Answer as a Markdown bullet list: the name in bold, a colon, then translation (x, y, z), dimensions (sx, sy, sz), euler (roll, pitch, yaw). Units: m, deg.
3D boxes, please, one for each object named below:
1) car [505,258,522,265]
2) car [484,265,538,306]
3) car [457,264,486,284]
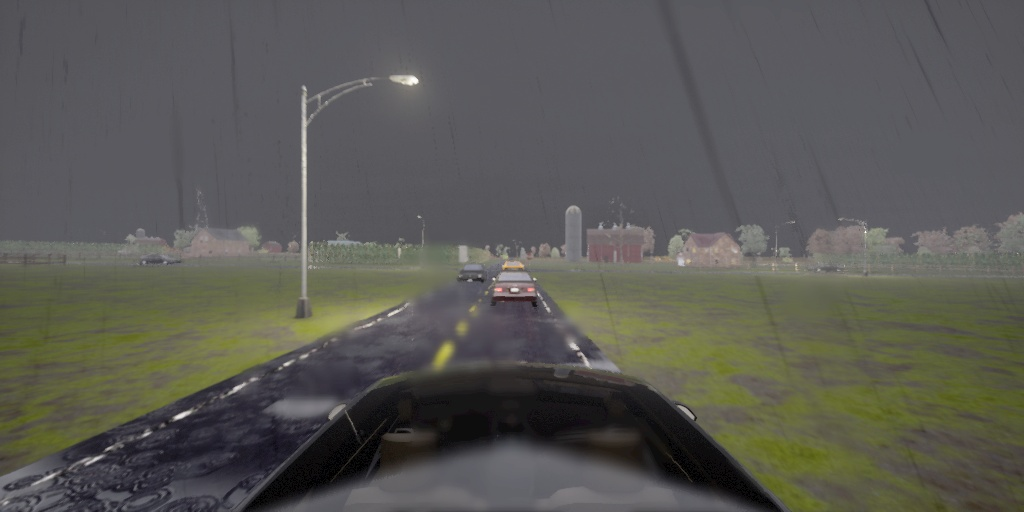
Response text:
- **car**: translation (0.106, 1.199, 31.855), dimensions (1.882, 1.535, 5.008), euler (0, 0, 0)
- **car**: translation (0.101, 1.281, 15.612), dimensions (2.033, 1.411, 5.357), euler (0, 0, 0)
- **car**: translation (-2.834, 1.272, 27.010), dimensions (2.033, 1.411, 5.357), euler (0, 0, 0)
